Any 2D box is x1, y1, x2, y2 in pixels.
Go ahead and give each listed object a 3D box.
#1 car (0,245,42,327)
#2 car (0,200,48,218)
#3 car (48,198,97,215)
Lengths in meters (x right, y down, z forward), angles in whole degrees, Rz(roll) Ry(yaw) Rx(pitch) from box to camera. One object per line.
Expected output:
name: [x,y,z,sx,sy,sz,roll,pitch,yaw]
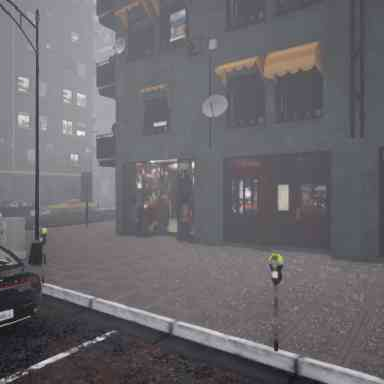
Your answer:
car: [-4.487,1.551,6.062,4.403,1.369,2.008,0,0,35]
car: [-14.076,1.350,26.060,2.008,1.369,4.403,1,1,35]
car: [-10.992,1.250,30.489,1.752,1.417,4.829,1,1,35]
